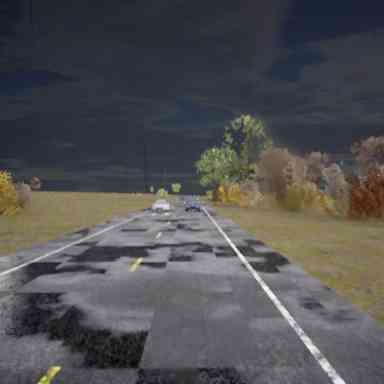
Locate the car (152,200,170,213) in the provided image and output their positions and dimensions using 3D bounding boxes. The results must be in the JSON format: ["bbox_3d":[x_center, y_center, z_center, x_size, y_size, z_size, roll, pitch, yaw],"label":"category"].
[{"bbox_3d":[-3.613,1.660,39.223,1.812,1.442,4.674,0,0,0],"label":"car"}]

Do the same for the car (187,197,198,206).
[{"bbox_3d":[0.068,1.767,63.094,2.033,1.411,5.357,0,0,0],"label":"car"}]

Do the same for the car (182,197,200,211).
[{"bbox_3d":[0.077,1.695,43.153,2.033,1.411,5.357,0,0,0],"label":"car"}]
